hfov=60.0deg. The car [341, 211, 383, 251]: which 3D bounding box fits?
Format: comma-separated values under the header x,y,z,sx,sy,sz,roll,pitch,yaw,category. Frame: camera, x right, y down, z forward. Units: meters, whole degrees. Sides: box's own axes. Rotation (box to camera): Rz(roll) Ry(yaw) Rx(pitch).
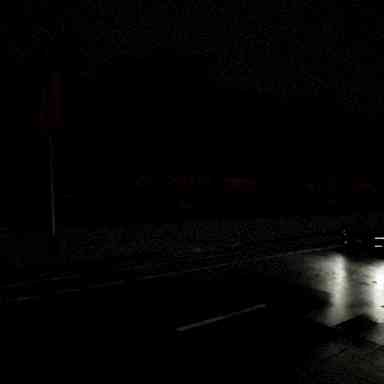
x,y,z,sx,sy,sz,roll,pitch,yaw,category
8.000,1.490,13.384,5.008,1.535,1.882,0,0,-35,car
